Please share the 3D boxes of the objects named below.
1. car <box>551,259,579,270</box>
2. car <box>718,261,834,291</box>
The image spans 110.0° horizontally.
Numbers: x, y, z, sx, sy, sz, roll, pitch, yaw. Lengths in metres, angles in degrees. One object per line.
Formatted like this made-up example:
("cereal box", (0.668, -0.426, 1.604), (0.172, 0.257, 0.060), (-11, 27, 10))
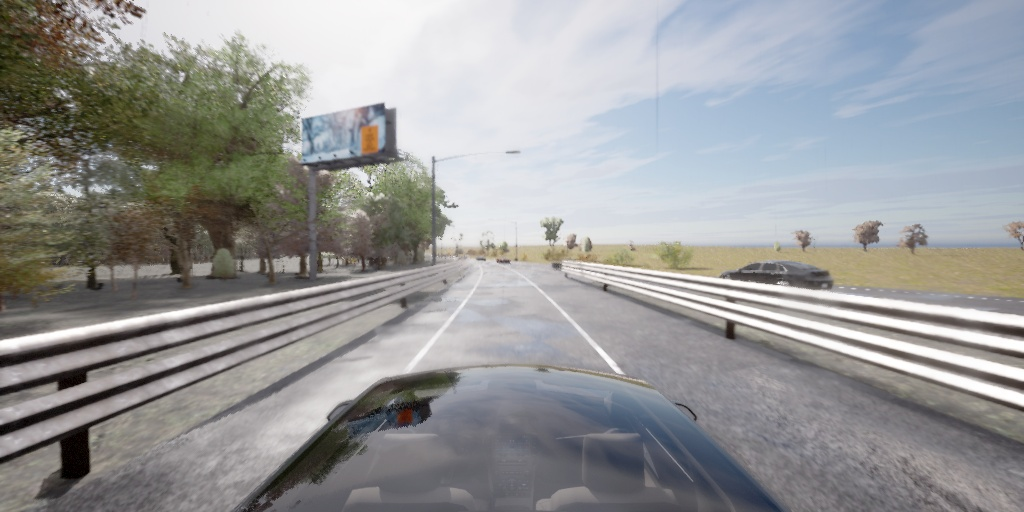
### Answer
("car", (5.961, 0.964, 40.258), (1.895, 1.301, 4.718), (-1, 0, -15))
("car", (12.210, 0.970, 17.060), (1.837, 1.490, 4.892), (-1, 0, -15))
